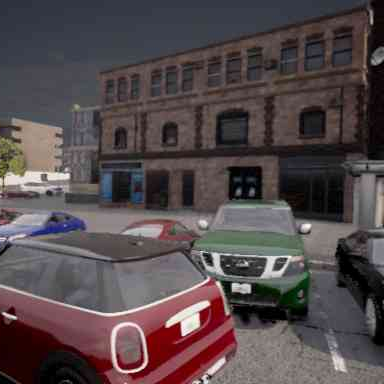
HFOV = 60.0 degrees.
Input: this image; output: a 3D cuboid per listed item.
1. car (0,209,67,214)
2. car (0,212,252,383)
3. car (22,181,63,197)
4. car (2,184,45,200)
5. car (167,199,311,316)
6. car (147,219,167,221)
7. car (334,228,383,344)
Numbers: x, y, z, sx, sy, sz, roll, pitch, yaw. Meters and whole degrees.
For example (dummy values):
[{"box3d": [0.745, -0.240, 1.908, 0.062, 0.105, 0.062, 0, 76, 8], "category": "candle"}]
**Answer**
[{"box3d": [-5.970, 1.501, 13.156, 2.002, 1.452, 4.674, 1, -1, 14], "category": "car"}, {"box3d": [-1.753, 1.346, 4.559, 4.553, 1.767, 2.097, 0, 0, 35], "category": "car"}, {"box3d": [-20.319, -0.426, 44.827, 5.566, 2.045, 2.435, 1, 6, 7], "category": "car"}, {"box3d": [-21.714, 0.152, 42.180, 4.674, 1.452, 2.002, 1, 6, 7], "category": "car"}, {"box3d": [1.498, 1.222, 7.995, 2.435, 2.045, 5.566, 1, -1, 15], "category": "car"}, {"box3d": [-0.987, 1.510, 9.746, 2.002, 1.452, 4.674, 0, -1, 14], "category": "car"}, {"box3d": [3.972, 1.479, 6.284, 2.097, 1.535, 5.008, 1, -1, 15], "category": "car"}]
